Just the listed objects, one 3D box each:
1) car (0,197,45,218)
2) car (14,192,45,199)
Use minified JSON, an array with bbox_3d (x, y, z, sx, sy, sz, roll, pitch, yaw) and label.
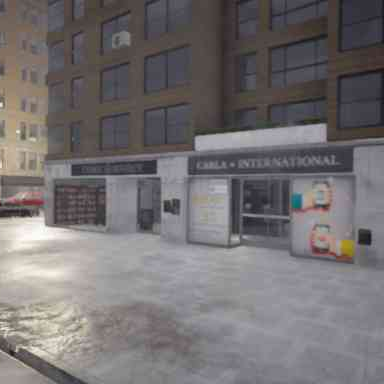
[{"bbox_3d":[-13.466,1.308,24.334,1.947,1.339,4.313,1,1,36],"label":"car"},{"bbox_3d":[-16.688,0.931,33.608,2.192,1.841,5.009,1,1,36],"label":"car"}]
